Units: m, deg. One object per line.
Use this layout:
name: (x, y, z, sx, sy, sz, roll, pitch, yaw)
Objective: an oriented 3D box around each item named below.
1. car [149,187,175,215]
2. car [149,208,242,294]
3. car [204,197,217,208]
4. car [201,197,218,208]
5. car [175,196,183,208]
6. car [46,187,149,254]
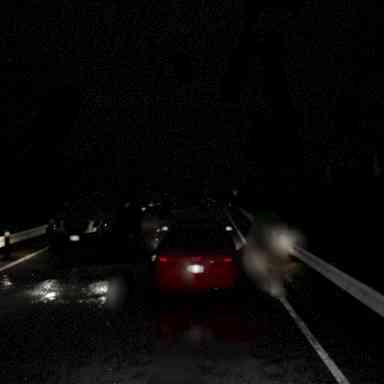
car: (-2.763, 0.646, 22.987, 2.150, 2.045, 5.566, 0, 0, 4)
car: (0.121, 1.392, 8.568, 1.994, 1.385, 4.181, 0, 3, 2)
car: (2.752, 1.608, 49.730, 1.882, 1.535, 5.008, 0, -2, 3)
car: (2.075, 1.307, 39.587, 1.812, 1.442, 4.674, 0, -2, 4)
car: (-1.979, 1.105, 33.579, 2.033, 1.411, 5.357, 0, -2, 5)
car: (-3.308, 0.888, 12.515, 2.150, 2.045, 5.566, 0, 2, 3)
